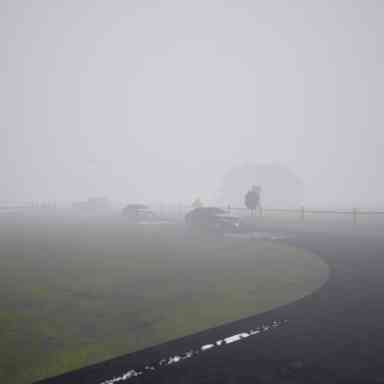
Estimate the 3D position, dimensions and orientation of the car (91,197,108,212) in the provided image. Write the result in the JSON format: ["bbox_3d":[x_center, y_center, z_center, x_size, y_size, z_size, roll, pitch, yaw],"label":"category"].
[{"bbox_3d":[-13.607,1.781,46.785,2.150,2.045,5.566,2,-2,-35],"label":"car"}]

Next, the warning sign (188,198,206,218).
[{"bbox_3d":[0.487,1.486,31.639,1.300,1.860,1.060,2,-1,-36],"label":"warning sign"}]

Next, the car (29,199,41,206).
[{"bbox_3d":[-39.705,2.515,83.989,2.097,1.767,4.553,2,-2,-36],"label":"car"}]

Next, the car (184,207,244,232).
[{"bbox_3d":[1.283,1.679,21.526,1.812,1.442,4.674,2,-2,-36],"label":"car"}]

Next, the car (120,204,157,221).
[{"bbox_3d":[-4.924,1.801,30.031,1.812,1.442,4.674,2,-2,-36],"label":"car"}]

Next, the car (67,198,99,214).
[{"bbox_3d":[-13.992,1.934,42.457,1.882,1.535,5.008,2,-2,-36],"label":"car"}]

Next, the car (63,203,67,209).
[{"bbox_3d":[-19.931,2.216,55.347,1.812,1.442,4.674,2,-2,-36],"label":"car"}]
